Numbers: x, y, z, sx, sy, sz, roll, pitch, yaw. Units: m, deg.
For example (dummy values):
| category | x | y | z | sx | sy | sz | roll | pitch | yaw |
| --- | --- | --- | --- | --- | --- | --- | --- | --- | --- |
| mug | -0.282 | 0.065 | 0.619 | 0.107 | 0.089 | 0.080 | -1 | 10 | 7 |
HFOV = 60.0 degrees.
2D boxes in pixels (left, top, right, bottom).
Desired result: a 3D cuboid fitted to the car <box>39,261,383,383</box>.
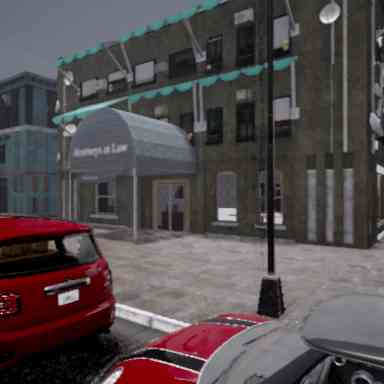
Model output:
| category | x | y | z | sx | sy | sz | roll | pitch | yaw |
| --- | --- | --- | --- | --- | --- | --- | --- | --- | --- |
| car | 1.120 | 1.441 | 2.077 | 4.097 | 1.590 | 1.967 | 0 | 0 | 35 |

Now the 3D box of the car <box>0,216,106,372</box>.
| category | x | y | z | sx | sy | sz | roll | pitch | yaw |
| --- | --- | --- | --- | --- | --- | --- | --- | --- | --- |
| car | -3.392 | 1.320 | 5.293 | 5.009 | 1.841 | 2.192 | 0 | 0 | 35 |
